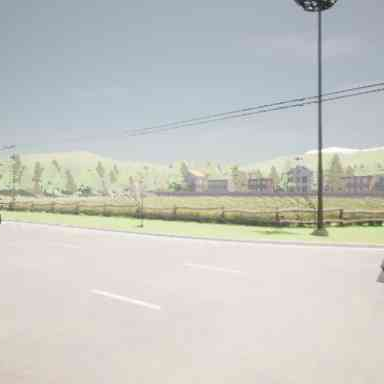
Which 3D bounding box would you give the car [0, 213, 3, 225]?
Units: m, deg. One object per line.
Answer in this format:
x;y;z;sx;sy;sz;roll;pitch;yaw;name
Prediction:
-15.157;1.615;23.397;4.181;1.385;1.994;0;0;35;car

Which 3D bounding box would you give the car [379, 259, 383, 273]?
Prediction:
7.294;1.547;7.388;5.357;1.411;2.033;0;0;35;car
